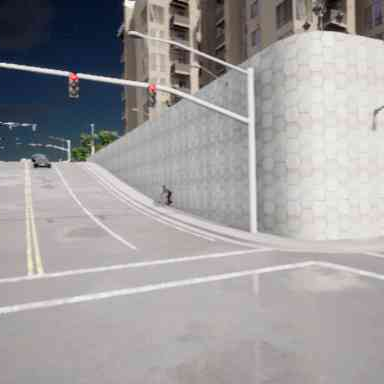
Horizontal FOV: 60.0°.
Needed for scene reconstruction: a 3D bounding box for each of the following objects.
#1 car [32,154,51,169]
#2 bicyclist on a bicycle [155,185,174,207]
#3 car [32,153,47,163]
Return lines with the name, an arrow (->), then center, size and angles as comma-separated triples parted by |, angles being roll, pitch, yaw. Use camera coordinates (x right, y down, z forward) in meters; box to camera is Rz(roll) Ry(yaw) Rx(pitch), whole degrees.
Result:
car -> -19.724, -3.940, 43.844 | 1.994, 1.385, 4.181 | -1, 12, -26
bicyclist on a bicycle -> -1.970, 0.322, 24.947 | 1.656, 1.620, 0.582 | -1, 6, -26
car -> -24.262, -5.390, 52.747 | 1.994, 1.385, 4.181 | -1, 5, -27
